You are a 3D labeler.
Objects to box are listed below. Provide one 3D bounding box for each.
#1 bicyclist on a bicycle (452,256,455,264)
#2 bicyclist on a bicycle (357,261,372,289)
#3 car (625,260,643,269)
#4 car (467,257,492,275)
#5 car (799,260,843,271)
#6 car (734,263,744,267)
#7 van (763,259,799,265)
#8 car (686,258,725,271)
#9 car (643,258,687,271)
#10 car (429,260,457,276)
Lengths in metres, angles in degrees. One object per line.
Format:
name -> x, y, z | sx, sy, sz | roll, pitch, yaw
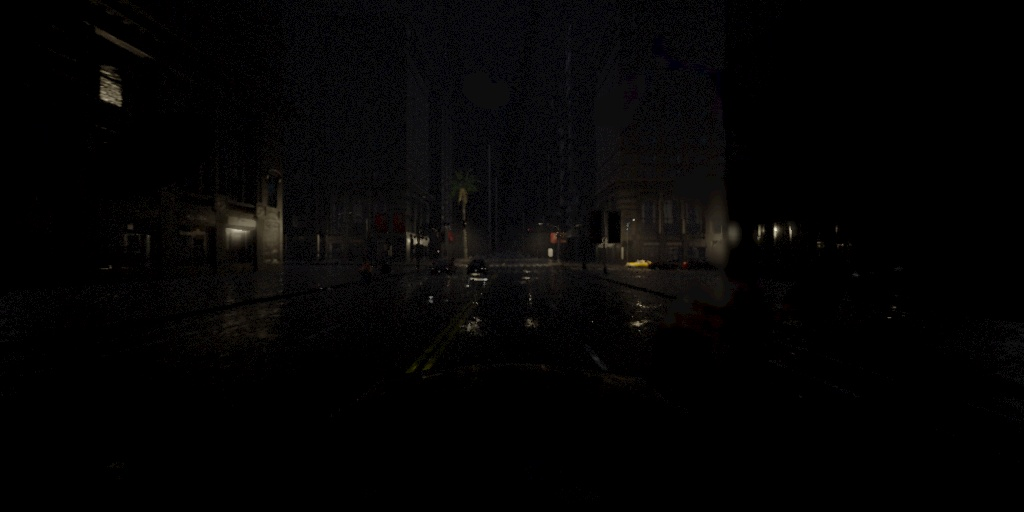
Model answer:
bicyclist on a bicycle -> -8.748, 0.861, 53.743 | 0.582, 1.620, 1.656 | 1, 0, 0
bicyclist on a bicycle -> -8.755, 1.101, 21.481 | 0.866, 1.612, 1.509 | 0, 0, 0
car -> 20.571, 1.324, 57.198 | 4.829, 1.417, 1.751 | 0, 0, 0
car -> -3.318, 1.099, 35.641 | 1.837, 1.490, 4.892 | 0, 0, 0
car -> 41.062, 1.403, 48.607 | 5.009, 1.841, 2.192 | 0, 0, 0
car -> 30.887, 1.533, 48.638 | 4.207, 1.307, 1.802 | 0, 0, 0
van -> 35.975, 1.361, 48.623 | 3.998, 1.789, 1.690 | 0, 0, 0
car -> 25.800, 1.197, 48.654 | 5.009, 1.841, 2.192 | 0, 0, 0
car -> 20.713, 1.358, 48.670 | 4.507, 1.381, 1.888 | 0, 0, 0
car -> -6.572, 1.122, 34.779 | 1.812, 1.442, 4.674 | 0, 0, 0
